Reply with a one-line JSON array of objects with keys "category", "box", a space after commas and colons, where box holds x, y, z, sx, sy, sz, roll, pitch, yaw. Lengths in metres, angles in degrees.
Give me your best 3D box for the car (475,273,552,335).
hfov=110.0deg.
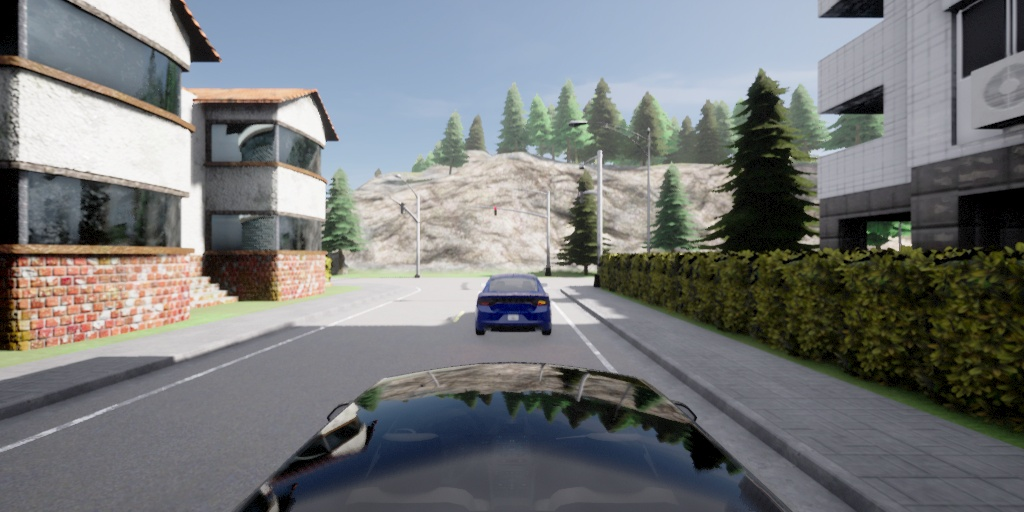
[{"category": "car", "box": [0.050, 1.225, 10.488, 1.882, 1.535, 5.008, 0, 0, 0]}]
